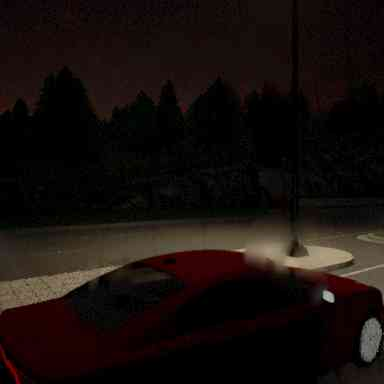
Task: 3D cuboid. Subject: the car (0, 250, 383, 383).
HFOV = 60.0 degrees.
[{"bbox_3d":[0.432,1.477,4.054,5.008,1.535,1.882,0,0,-35],"label":"car"}]
